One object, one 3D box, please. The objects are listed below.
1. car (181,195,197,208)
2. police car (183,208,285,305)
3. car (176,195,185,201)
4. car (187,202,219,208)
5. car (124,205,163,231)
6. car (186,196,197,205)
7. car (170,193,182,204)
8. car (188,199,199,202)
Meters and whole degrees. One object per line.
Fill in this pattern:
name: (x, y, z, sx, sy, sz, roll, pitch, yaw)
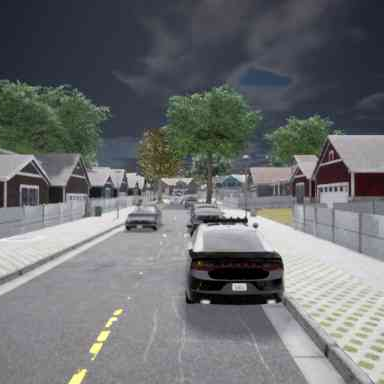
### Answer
car: (-0.041, 1.480, 46.094, 2.128, 1.511, 4.902, 0, 0, 0)
police car: (0.811, 1.426, 8.295, 1.930, 1.638, 5.238, 0, 0, 0)
car: (-2.886, 1.492, 84.962, 2.128, 1.511, 4.902, 0, 0, 0)
car: (0.795, 1.504, 18.188, 1.837, 1.490, 4.892, 0, 0, 0)
car: (-2.886, 1.545, 20.971, 2.033, 1.411, 5.357, 0, 0, 0)
car: (-0.096, 1.514, 60.490, 1.812, 1.442, 4.674, 0, 0, 0)
car: (-2.915, 1.210, 61.735, 2.150, 2.045, 5.566, 0, 0, 0)
car: (0.786, 1.502, 24.190, 1.837, 1.490, 4.892, 0, 0, 0)
